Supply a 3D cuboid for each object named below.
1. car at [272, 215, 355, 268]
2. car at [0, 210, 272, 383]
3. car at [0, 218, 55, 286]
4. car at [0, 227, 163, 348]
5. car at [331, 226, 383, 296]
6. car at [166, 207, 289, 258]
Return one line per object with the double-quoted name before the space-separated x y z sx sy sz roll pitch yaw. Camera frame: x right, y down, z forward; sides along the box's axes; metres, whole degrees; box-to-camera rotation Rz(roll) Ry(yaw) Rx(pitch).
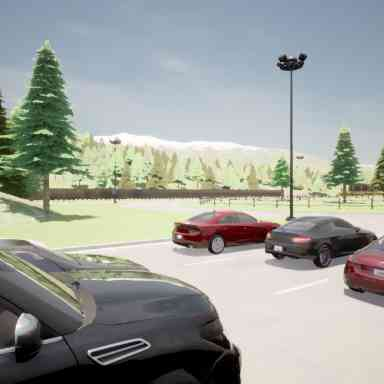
"car" 4.458 1.526 11.272 4.674 1.442 1.812 0 0 -35
"car" -2.191 1.221 2.176 5.566 2.045 2.150 0 0 -36
"car" -6.009 1.526 8.056 4.674 1.442 1.812 0 0 -35
"car" -3.329 1.547 5.672 5.357 1.411 2.033 0 0 -36
"car" 5.386 1.564 7.651 4.181 1.385 1.994 0 0 -34
"car" 1.566 1.478 13.517 5.008 1.535 1.882 0 0 -35
